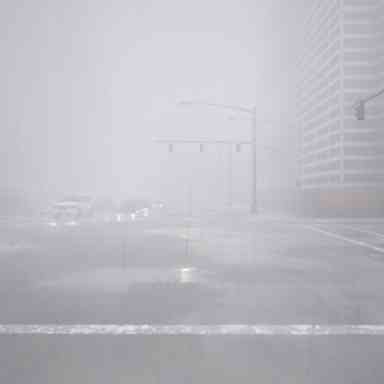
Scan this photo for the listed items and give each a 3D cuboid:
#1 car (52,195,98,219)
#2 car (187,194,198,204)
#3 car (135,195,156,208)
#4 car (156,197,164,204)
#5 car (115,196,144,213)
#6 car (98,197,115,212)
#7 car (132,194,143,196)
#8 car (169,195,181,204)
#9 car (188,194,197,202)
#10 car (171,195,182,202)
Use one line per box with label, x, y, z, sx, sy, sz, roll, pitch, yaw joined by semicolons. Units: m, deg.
car;-10.559;1.270;29.958;2.150;2.045;5.566;0;0;0
car;0.077;1.652;64.149;2.033;1.411;5.357;0;0;0
car;-7.037;1.572;48.903;2.128;1.511;4.902;0;0;0
car;-6.925;1.712;68.018;1.895;1.301;4.718;0;0;0
car;-7.054;1.567;37.893;1.837;1.490;4.892;0;0;0
car;-10.551;1.418;39.913;2.097;1.767;4.553;0;0;0
car;-10.504;1.574;59.282;1.882;1.535;5.008;0;0;0
car;-3.423;1.596;64.154;2.128;1.511;4.902;0;0;0
car;0.089;1.306;74.405;2.097;1.767;4.553;0;0;0
car;-3.411;1.476;74.438;2.128;1.511;4.902;0;0;0
